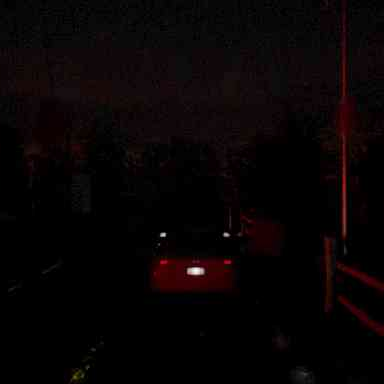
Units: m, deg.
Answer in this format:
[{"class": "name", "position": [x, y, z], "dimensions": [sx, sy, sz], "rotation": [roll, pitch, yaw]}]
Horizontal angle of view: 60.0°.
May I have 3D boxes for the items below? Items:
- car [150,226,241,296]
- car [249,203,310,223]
[{"class": "car", "position": [0.077, 1.561, 8.691], "dimensions": [1.994, 1.385, 4.181], "rotation": [0, 0, 0]}, {"class": "car", "position": [6.803, 1.589, 25.675], "dimensions": [4.902, 1.511, 2.128], "rotation": [1, 0, -18]}]
